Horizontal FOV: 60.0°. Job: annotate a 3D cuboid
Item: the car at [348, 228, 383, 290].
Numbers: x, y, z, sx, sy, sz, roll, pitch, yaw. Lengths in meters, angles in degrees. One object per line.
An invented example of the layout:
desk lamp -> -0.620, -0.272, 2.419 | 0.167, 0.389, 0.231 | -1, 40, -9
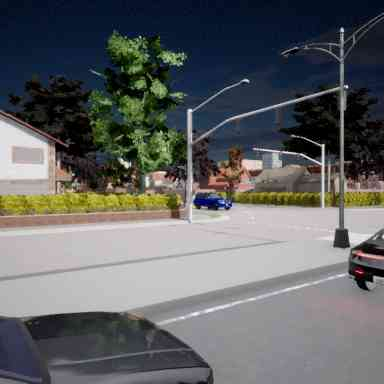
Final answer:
car -> 5.592, 1.474, 7.733 | 4.902, 1.511, 2.128 | 0, 0, -35

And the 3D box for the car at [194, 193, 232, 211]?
car -> 2.434, 1.120, 40.407 | 2.150, 2.045, 5.566 | 0, 0, -36

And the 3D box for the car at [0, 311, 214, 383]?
car -> -2.342, 1.543, 2.073 | 5.357, 1.411, 2.033 | 0, 0, -36

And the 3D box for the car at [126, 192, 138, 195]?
car -> -9.724, 1.076, 57.277 | 2.150, 2.045, 5.566 | 0, 0, -36
